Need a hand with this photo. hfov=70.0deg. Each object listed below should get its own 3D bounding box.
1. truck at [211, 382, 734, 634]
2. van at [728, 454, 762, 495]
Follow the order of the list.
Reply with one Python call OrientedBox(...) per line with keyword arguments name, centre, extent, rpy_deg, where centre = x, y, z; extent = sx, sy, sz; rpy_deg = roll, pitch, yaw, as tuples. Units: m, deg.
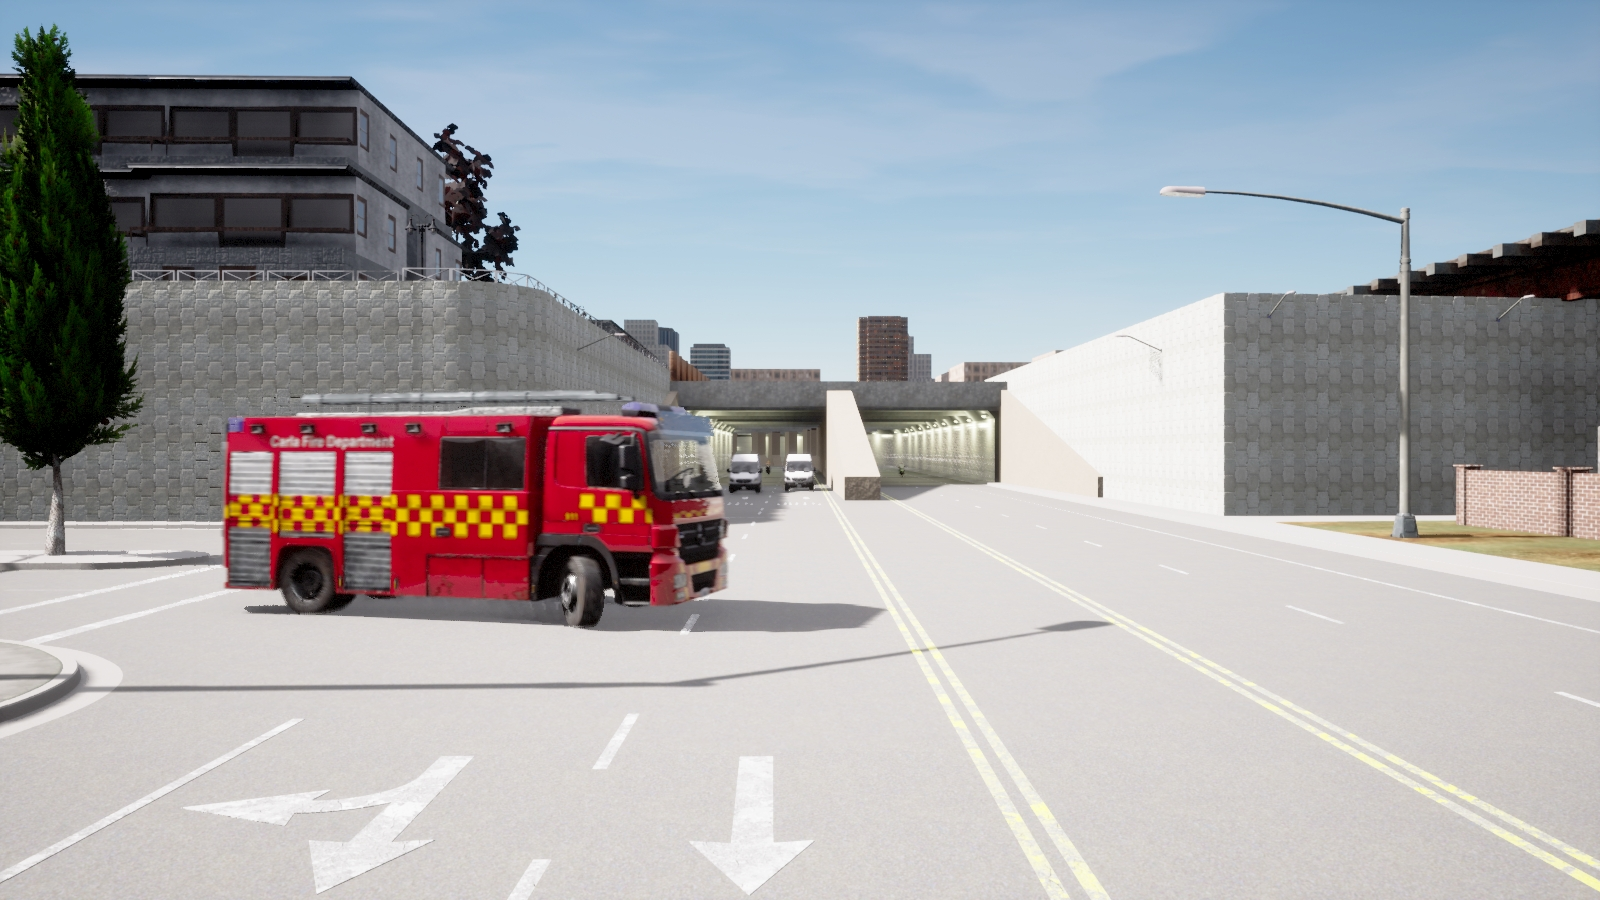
OrientedBox(name="truck", centre=(-5.644, 0.890, 19.895), extent=(8.468, 3.827, 2.891), rpy_deg=(0, -1, 16))
OrientedBox(name="van", centre=(-3.558, 1.534, 74.862), extent=(1.988, 2.561, 5.915), rpy_deg=(0, 0, 0))
